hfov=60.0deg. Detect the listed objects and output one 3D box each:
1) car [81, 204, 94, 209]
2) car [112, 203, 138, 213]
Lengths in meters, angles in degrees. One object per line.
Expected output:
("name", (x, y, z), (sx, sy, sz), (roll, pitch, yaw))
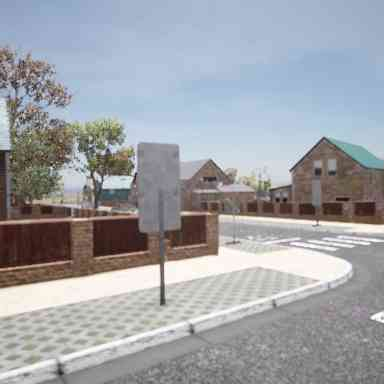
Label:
("car", (-15.910, 2.591, 51.375), (1.994, 1.385, 4.181), (-1, 0, -31))
("car", (-7.302, 2.038, 36.629), (2.097, 1.767, 4.553), (-1, 0, -31))
